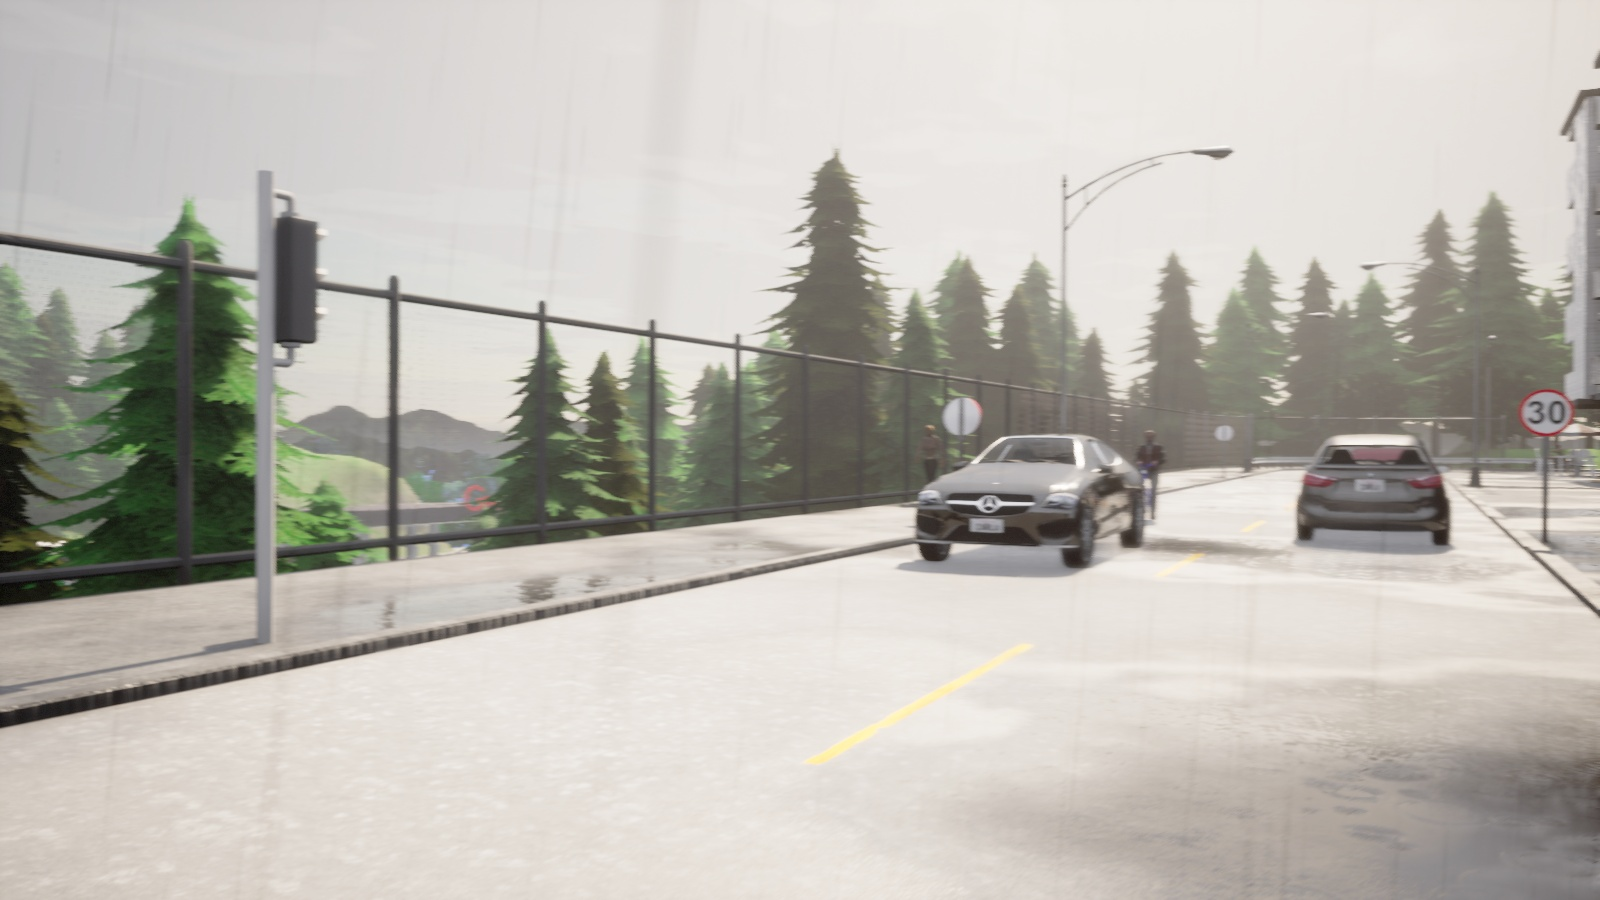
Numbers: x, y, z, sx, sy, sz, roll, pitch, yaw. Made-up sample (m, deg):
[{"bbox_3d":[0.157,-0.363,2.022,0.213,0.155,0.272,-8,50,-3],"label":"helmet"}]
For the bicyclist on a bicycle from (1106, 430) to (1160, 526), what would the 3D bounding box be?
[{"bbox_3d":[6.391,0.512,24.030,0.659,1.776,1.843,1,0,25],"label":"bicyclist on a bicycle"}]

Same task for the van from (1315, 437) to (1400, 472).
[{"bbox_3d":[32.132,0.263,72.361,4.442,1.987,1.775,0,0,-19],"label":"van"}]

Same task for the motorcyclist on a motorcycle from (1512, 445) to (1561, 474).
[{"bbox_3d":[42.471,0.522,72.469,2.350,1.649,0.766,0,1,22],"label":"motorcyclist on a motorcycle"}]

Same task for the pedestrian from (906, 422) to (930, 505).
[{"bbox_3d":[2.669,0.302,28.373,0.331,1.846,0.634,1,0,25],"label":"pedestrian"}]

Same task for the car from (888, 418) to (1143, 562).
[{"bbox_3d":[3.115,0.441,17.074,2.152,1.651,5.027,1,0,25],"label":"car"}]

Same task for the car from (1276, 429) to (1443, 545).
[{"bbox_3d":[9.216,0.523,20.643,2.242,1.667,4.611,1,0,25],"label":"car"}]
